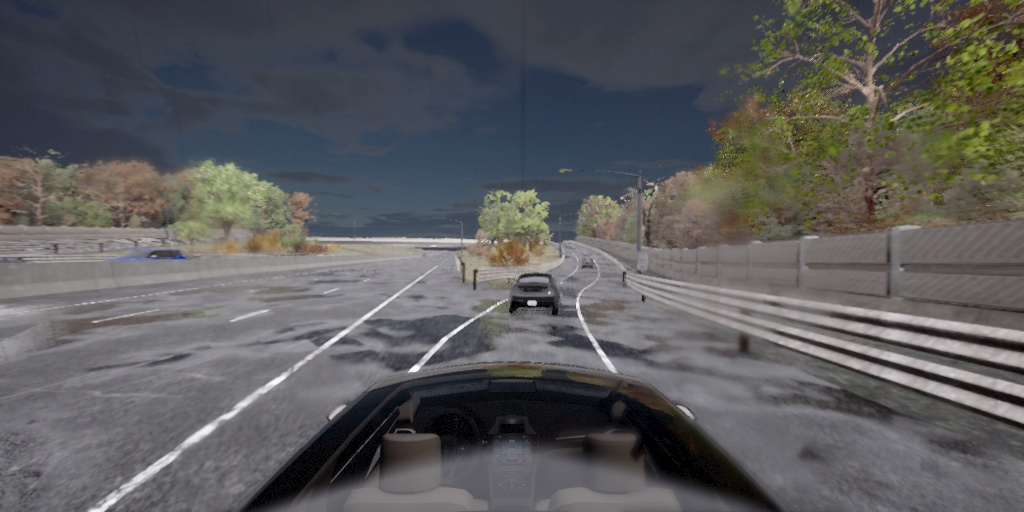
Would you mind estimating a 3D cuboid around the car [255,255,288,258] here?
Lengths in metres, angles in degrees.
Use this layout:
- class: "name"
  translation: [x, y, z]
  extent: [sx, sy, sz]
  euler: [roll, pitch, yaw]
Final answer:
- class: "car"
  translation: [-29.270, 0.607, 44.624]
  extent: [2.128, 1.511, 4.902]
  euler: [1, 0, -8]

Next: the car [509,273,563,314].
- class: "car"
  translation: [1.065, 1.437, 14.861]
  extent: [1.837, 1.490, 4.892]
  euler: [0, -1, 9]

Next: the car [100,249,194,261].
- class: "car"
  translation: [-26.353, 0.484, 25.819]
  extent: [2.150, 2.045, 5.566]
  euler: [1, 0, -9]

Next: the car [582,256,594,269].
- class: "car"
  translation: [12.610, 1.351, 59.717]
  extent: [1.837, 1.490, 4.892]
  euler: [1, 3, 12]

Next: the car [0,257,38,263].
- class: "car"
  translation: [-32.954, 0.749, 22.666]
  extent: [2.033, 1.411, 5.357]
  euler: [1, 0, -9]

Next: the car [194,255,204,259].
- class: "car"
  translation: [-35.434, 0.567, 38.616]
  extent: [2.128, 1.511, 4.902]
  euler: [1, 0, -9]
